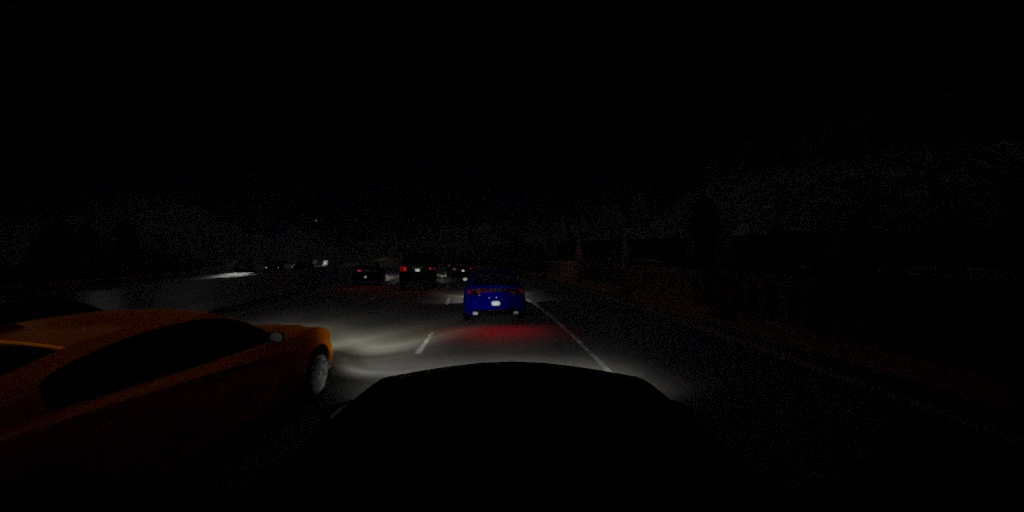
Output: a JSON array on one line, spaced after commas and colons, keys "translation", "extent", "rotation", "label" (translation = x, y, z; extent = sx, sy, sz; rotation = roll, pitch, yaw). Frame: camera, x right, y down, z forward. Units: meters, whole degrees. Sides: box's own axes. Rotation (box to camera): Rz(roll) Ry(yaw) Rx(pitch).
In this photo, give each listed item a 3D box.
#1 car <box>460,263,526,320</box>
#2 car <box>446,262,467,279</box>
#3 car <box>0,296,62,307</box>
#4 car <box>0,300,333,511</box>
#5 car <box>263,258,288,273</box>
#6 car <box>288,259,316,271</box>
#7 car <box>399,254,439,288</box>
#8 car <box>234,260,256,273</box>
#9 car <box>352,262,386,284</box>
[{"translation": [-0.700, 1.174, 12.559], "extent": [1.882, 1.535, 5.008], "rotation": [0, 0, -6], "label": "car"}, {"translation": [-4.588, 1.182, 31.397], "extent": [1.994, 1.385, 4.181], "rotation": [0, 0, -17], "label": "car"}, {"translation": [-7.123, 1.293, 5.062], "extent": [1.812, 1.442, 4.674], "rotation": [0, 0, -2], "label": "car"}, {"translation": [-3.566, 1.236, 3.351], "extent": [1.882, 1.535, 5.008], "rotation": [0, 0, -1], "label": "car"}, {"translation": [-28.311, 1.269, 42.832], "extent": [1.837, 1.490, 4.892], "rotation": [-1, 0, -28], "label": "car"}, {"translation": [-22.391, 1.272, 38.801], "extent": [2.033, 1.411, 5.357], "rotation": [-1, 0, -24], "label": "car"}, {"translation": [-5.952, 0.894, 23.087], "extent": [2.150, 2.045, 5.566], "rotation": [0, 0, -12], "label": "car"}, {"translation": [-33.727, 1.297, 45.368], "extent": [2.128, 1.511, 4.902], "rotation": [-1, 0, -30], "label": "car"}, {"translation": [-10.355, 1.179, 26.195], "extent": [2.128, 1.511, 4.902], "rotation": [0, 0, -14], "label": "car"}]
